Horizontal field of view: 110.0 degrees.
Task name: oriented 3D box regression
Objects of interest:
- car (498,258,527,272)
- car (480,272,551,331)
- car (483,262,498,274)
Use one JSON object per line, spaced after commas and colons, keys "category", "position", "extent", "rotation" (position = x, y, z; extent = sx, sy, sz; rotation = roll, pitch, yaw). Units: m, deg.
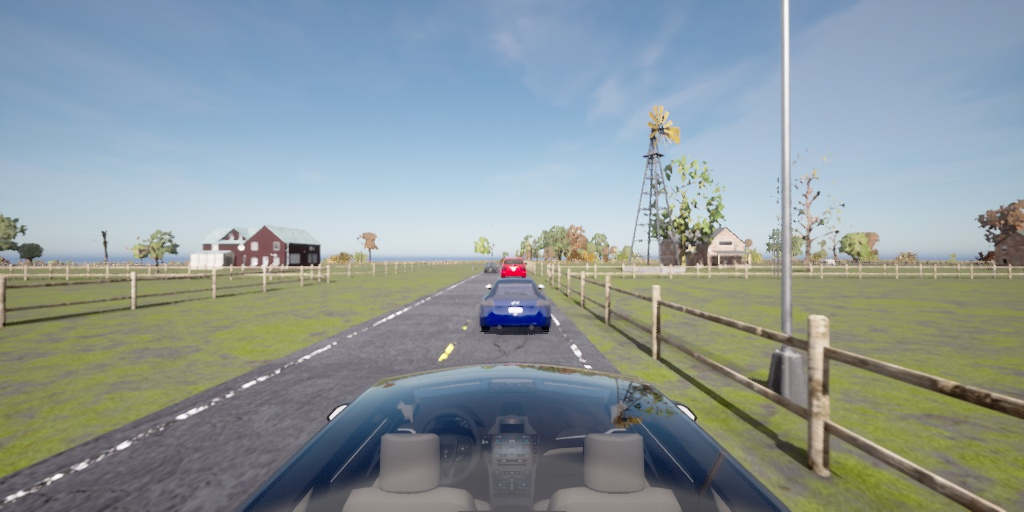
{"category": "car", "position": [0.137, 1.166, 31.514], "extent": [2.150, 2.045, 5.566], "rotation": [0, 0, 0]}
{"category": "car", "position": [0.096, 1.377, 11.254], "extent": [1.994, 1.385, 4.181], "rotation": [0, 0, 0]}
{"category": "car", "position": [-2.709, 1.546, 47.204], "extent": [1.837, 1.490, 4.892], "rotation": [0, -1, 1]}
